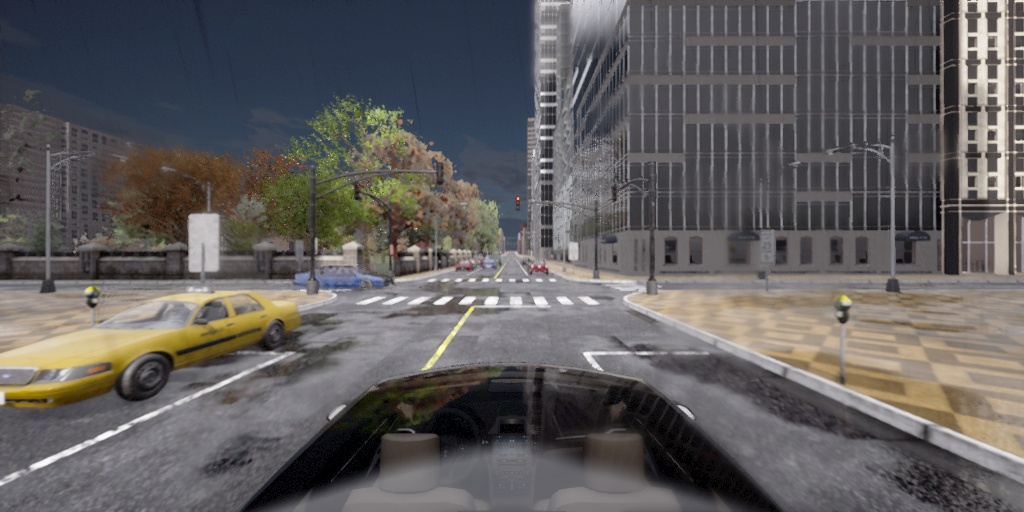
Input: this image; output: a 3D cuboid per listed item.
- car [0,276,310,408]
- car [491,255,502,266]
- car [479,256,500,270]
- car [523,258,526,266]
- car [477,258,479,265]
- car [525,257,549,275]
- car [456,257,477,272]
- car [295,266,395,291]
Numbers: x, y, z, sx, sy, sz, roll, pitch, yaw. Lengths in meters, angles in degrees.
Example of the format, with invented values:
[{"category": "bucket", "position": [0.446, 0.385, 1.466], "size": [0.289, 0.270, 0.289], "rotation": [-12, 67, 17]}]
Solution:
[{"category": "car", "position": [-5.816, 1.259, 6.415], "size": [1.751, 1.417, 4.829], "rotation": [0, 0, 0]}, {"category": "car", "position": [-2.978, 0.767, 65.122], "size": [2.150, 2.045, 5.566], "rotation": [0, 0, 1]}, {"category": "car", "position": [-3.049, 1.119, 48.692], "size": [1.812, 1.442, 4.674], "rotation": [0, 0, 0]}, {"category": "car", "position": [2.721, 1.178, 42.982], "size": [1.948, 1.339, 4.313], "rotation": [0, 0, 0]}, {"category": "car", "position": [-5.656, 1.144, 48.669], "size": [2.007, 1.370, 4.403], "rotation": [0, 0, 0]}, {"category": "car", "position": [2.717, 1.071, 37.302], "size": [1.967, 1.591, 4.097], "rotation": [0, 0, 0]}, {"category": "car", "position": [-5.660, 1.158, 42.986], "size": [1.888, 1.381, 4.507], "rotation": [0, 0, 0]}, {"category": "car", "position": [-9.671, 1.265, 20.765], "size": [5.357, 1.411, 2.033], "rotation": [0, 0, 1]}]
